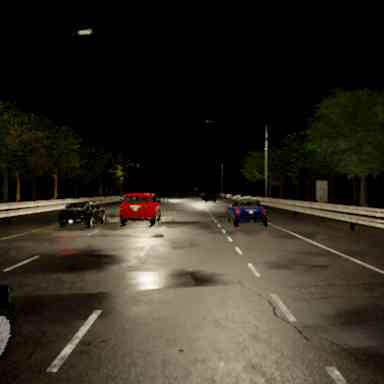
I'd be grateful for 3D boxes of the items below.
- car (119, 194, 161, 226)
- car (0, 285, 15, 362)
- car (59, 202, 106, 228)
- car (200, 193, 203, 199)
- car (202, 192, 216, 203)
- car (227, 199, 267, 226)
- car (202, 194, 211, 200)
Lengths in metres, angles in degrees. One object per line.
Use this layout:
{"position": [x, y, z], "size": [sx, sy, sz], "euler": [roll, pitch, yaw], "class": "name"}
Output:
{"position": [-3.400, 1.124, 22.584], "size": [2.150, 2.045, 5.566], "euler": [0, 0, 0], "class": "car"}
{"position": [-3.400, 1.466, 2.654], "size": [1.882, 1.535, 5.008], "euler": [0, 0, 0], "class": "car"}
{"position": [-6.900, 1.413, 21.336], "size": [1.837, 1.490, 4.892], "euler": [0, 0, 0], "class": "car"}
{"position": [3.532, 0.932, 74.275], "size": [2.150, 2.045, 5.566], "euler": [0, 0, 0], "class": "car"}
{"position": [3.510, 1.176, 63.259], "size": [2.033, 1.649, 4.856], "euler": [0, 0, 0], "class": "car"}
{"position": [3.599, 1.255, 22.347], "size": [2.097, 1.767, 4.553], "euler": [0, 0, 0], "class": "car"}
{"position": [3.567, 1.168, 85.233], "size": [2.128, 1.511, 4.902], "euler": [0, 0, 0], "class": "car"}
